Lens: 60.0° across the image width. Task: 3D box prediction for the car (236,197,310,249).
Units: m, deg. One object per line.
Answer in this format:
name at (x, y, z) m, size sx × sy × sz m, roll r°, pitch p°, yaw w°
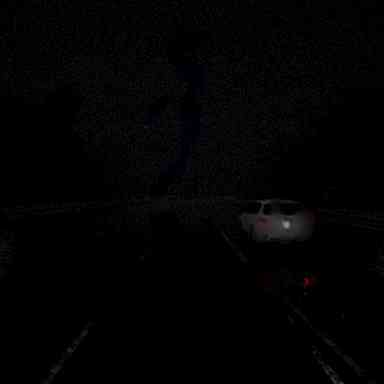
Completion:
car at (3.570, 1.342, 15.388) m, size 2.150 × 2.045 × 5.566 m, roll 0°, pitch -1°, yaw -1°
